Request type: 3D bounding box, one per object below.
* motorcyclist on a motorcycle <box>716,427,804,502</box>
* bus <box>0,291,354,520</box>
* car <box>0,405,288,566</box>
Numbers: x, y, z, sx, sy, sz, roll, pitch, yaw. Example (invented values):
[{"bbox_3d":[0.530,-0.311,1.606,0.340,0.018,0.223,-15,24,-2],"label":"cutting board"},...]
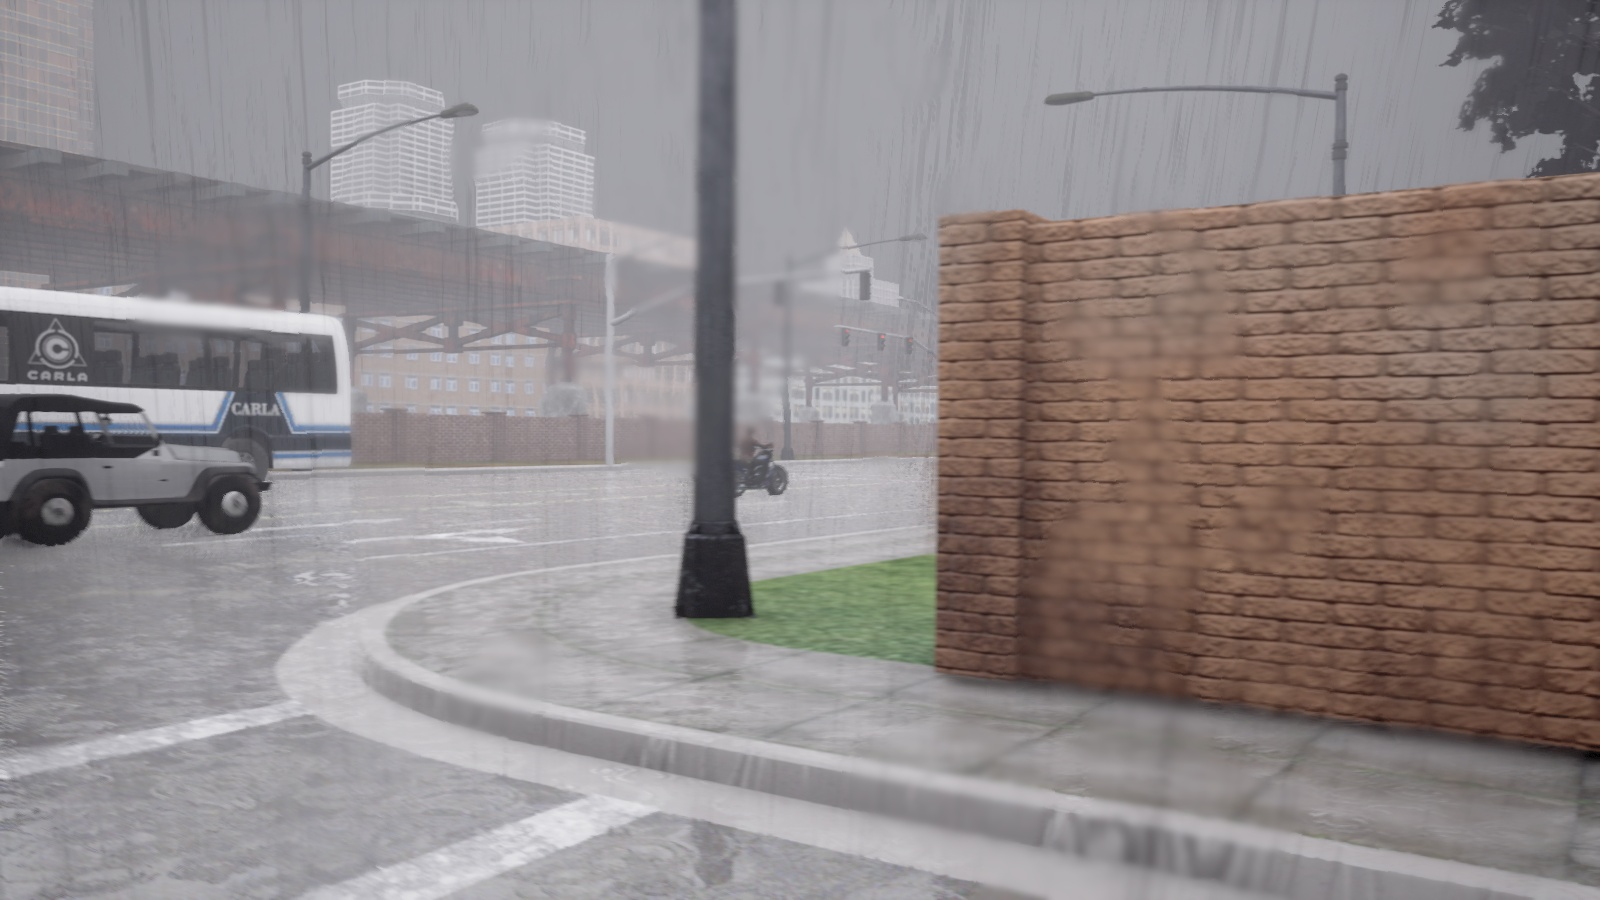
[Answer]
[{"bbox_3d":[-0.889,0.297,28.808,0.766,1.649,2.350,0,1,34],"label":"motorcyclist on a motorcycle"},{"bbox_3d":[-15.089,-0.871,26.573,3.944,4.253,10.273,0,1,34],"label":"bus"},{"bbox_3d":[-9.123,0.382,16.692,1.905,1.878,3.866,0,1,34],"label":"car"}]
